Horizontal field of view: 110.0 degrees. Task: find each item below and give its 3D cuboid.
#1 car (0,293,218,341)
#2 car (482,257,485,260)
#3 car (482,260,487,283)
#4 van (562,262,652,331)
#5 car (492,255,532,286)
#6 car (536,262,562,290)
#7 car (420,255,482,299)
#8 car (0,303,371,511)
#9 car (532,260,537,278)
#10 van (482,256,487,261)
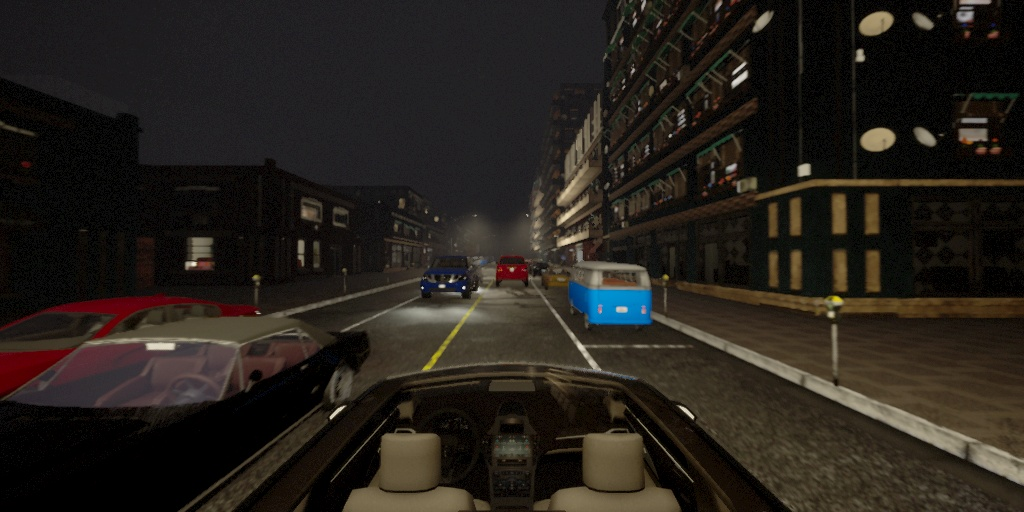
[{"bbox_3d":[-5.690,1.291,5.047,1.888,1.381,4.507,0,0,0],"label":"car"},{"bbox_3d":[-5.691,1.226,55.270,1.948,1.339,4.313,0,0,0],"label":"car"},{"bbox_3d":[-3.029,1.246,24.827,1.812,1.442,4.674,0,0,0],"label":"car"},{"bbox_3d":[2.691,1.081,10.665,1.690,1.789,3.998,0,0,0],"label":"van"},{"bbox_3d":[0.014,0.945,24.851,2.150,2.045,5.566,0,0,0],"label":"car"},{"bbox_3d":[2.690,1.250,21.996,1.751,1.417,4.829,0,0,0],"label":"car"},{"bbox_3d":[-3.007,0.951,18.234,2.150,2.045,5.566,0,0,0],"label":"car"},{"bbox_3d":[-3.098,1.349,3.298,1.895,1.301,4.718,0,0,0],"label":"car"},{"bbox_3d":[2.690,1.272,32.988,1.948,1.339,4.313,0,0,0],"label":"car"},{"bbox_3d":[-5.691,0.989,60.850,1.690,1.789,3.998,0,0,0],"label":"van"}]
